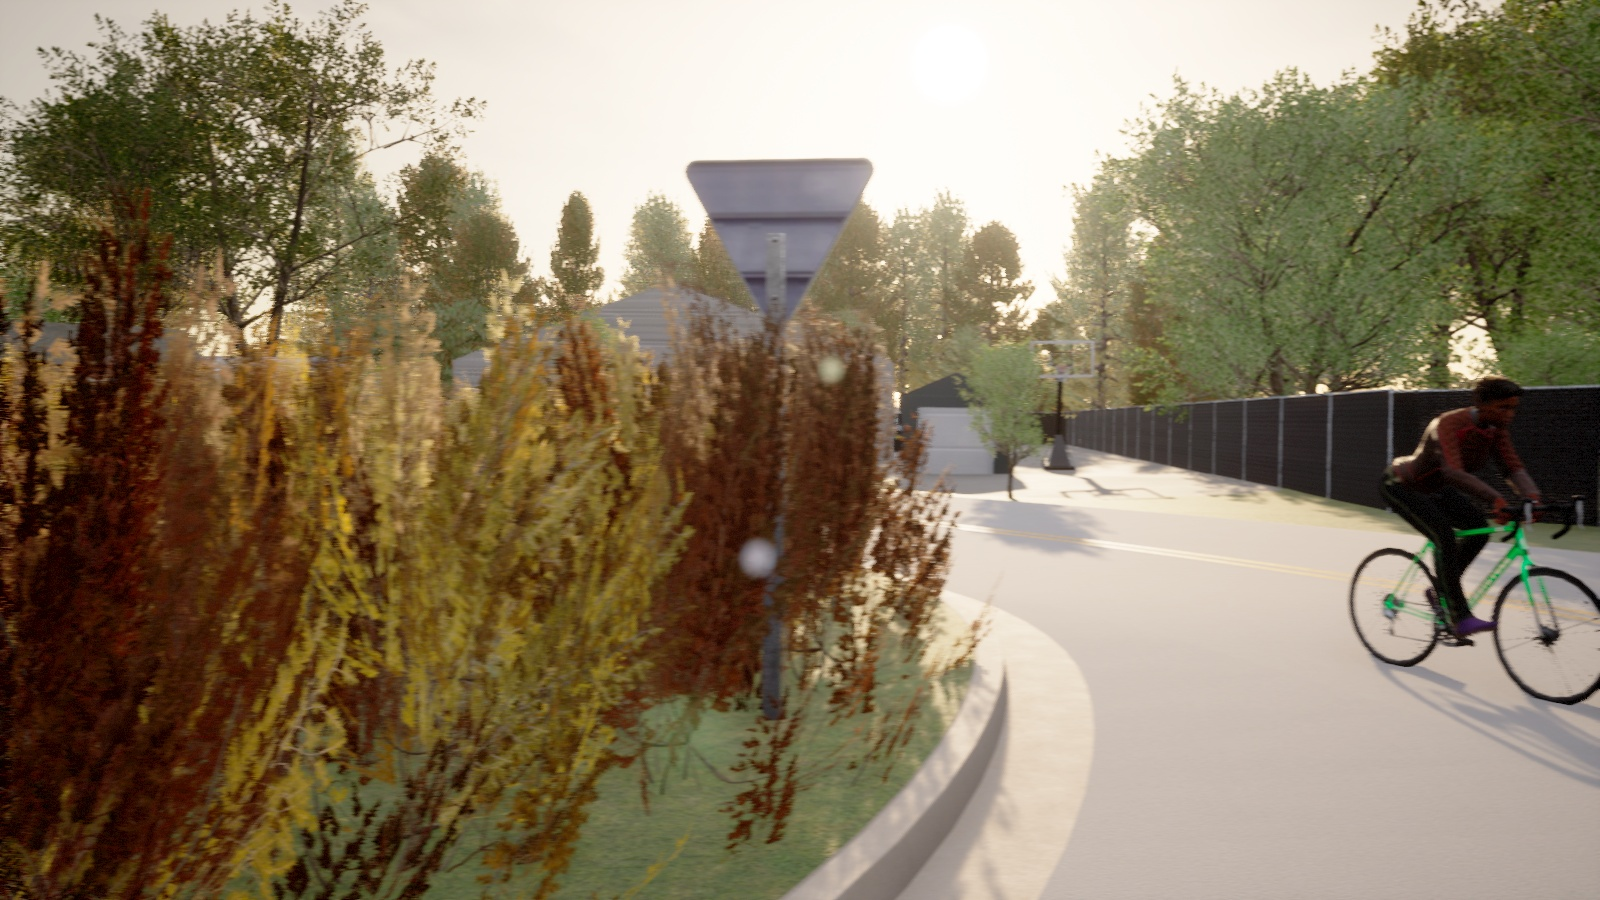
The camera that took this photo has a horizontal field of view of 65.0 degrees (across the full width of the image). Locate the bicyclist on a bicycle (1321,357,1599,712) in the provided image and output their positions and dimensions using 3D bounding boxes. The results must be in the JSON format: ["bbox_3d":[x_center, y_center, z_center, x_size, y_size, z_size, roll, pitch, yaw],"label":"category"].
[{"bbox_3d":[3.587,0.361,6.594,0.582,1.620,1.656,-2,2,-21],"label":"bicyclist on a bicycle"}]
